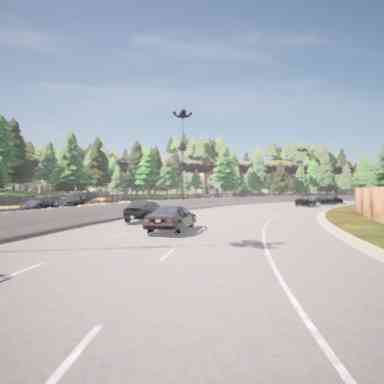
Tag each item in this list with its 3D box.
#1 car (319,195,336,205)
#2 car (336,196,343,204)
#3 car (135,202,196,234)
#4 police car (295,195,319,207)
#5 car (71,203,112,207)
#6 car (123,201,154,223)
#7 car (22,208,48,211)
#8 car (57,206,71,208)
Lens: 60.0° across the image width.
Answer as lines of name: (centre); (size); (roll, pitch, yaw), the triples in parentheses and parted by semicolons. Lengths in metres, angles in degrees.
car: (21.833, 1.379, 55.565); (1.837, 1.490, 4.892); (0, 0, 40)
car: (25.317, 1.352, 59.439); (1.882, 1.535, 5.008); (0, 0, 44)
car: (-1.138, 1.468, 18.911); (2.033, 1.411, 5.357); (0, 0, 13)
police car: (16.619, 1.304, 48.760); (1.930, 1.638, 5.238); (0, 0, 35)
car: (-8.723, 1.318, 31.209); (1.882, 1.535, 5.008); (0, 0, 19)
car: (-3.323, 1.395, 24.302); (1.837, 1.490, 4.892); (0, 0, 15)
car: (-15.222, 1.156, 33.707); (2.097, 1.767, 4.553); (0, 0, 19)
car: (-11.533, 1.041, 33.873); (2.150, 2.045, 5.566); (0, 0, 19)
